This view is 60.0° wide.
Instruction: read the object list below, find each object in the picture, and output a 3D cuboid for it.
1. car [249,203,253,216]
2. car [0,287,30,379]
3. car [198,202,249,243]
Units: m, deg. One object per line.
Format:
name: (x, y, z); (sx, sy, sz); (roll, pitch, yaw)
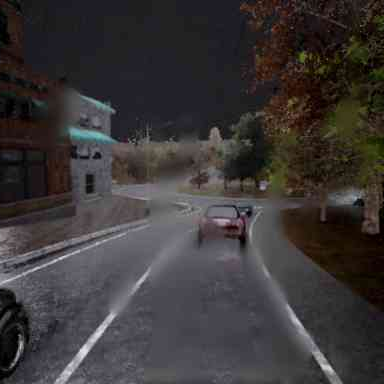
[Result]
car: (5.015, 1.628, 33.164); (1.895, 1.301, 4.718); (2, 2, 14)
car: (-3.169, 1.543, 2.680); (1.994, 1.385, 4.181); (0, 0, 2)
car: (1.555, 1.362, 16.336); (2.097, 1.767, 4.553); (1, 0, 8)
